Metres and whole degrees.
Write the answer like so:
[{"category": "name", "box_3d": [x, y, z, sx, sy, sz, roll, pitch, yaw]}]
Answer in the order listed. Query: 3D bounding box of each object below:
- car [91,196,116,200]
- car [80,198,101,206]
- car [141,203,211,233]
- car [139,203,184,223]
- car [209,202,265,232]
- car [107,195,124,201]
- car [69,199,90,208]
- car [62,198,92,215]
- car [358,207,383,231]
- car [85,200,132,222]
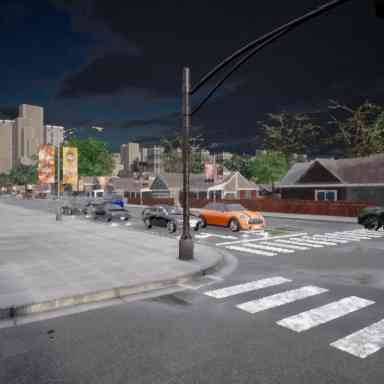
[{"category": "car", "box_3d": [-13.426, 1.786, 49.082, 1.837, 1.490, 4.892, 0, 0, -35]}, {"category": "car", "box_3d": [-19.163, 1.907, 62.579, 2.033, 1.411, 5.357, 0, 0, -35]}, {"category": "car", "box_3d": [-1.347, 1.592, 20.564, 2.128, 1.511, 4.902, 0, 0, -35]}, {"category": "car", "box_3d": [-2.613, 1.706, 27.954, 1.994, 1.385, 4.181, 0, 0, -34]}, {"category": "car", "box_3d": [2.397, 1.440, 20.935, 2.097, 1.767, 4.553, 0, 0, -36]}, {"category": "car", "box_3d": [-13.011, 1.523, 54.100, 2.150, 2.045, 5.566, 0, 0, -36]}, {"category": "car", "box_3d": [-19.477, 1.887, 57.565, 2.033, 1.411, 5.357, 0, 0, -34]}, {"category": "car", "box_3d": [-13.139, 1.731, 37.142, 1.837, 1.490, 4.892, 0, 0, -35]}, {"category": "car", "box_3d": [12.306, 1.256, 18.525, 2.150, 2.045, 5.566, 0, 0, -35]}, {"category": "car", "box_3d": [-7.062, 1.709, 28.579, 2.033, 1.411, 5.357, 0, 0, -36]}]
